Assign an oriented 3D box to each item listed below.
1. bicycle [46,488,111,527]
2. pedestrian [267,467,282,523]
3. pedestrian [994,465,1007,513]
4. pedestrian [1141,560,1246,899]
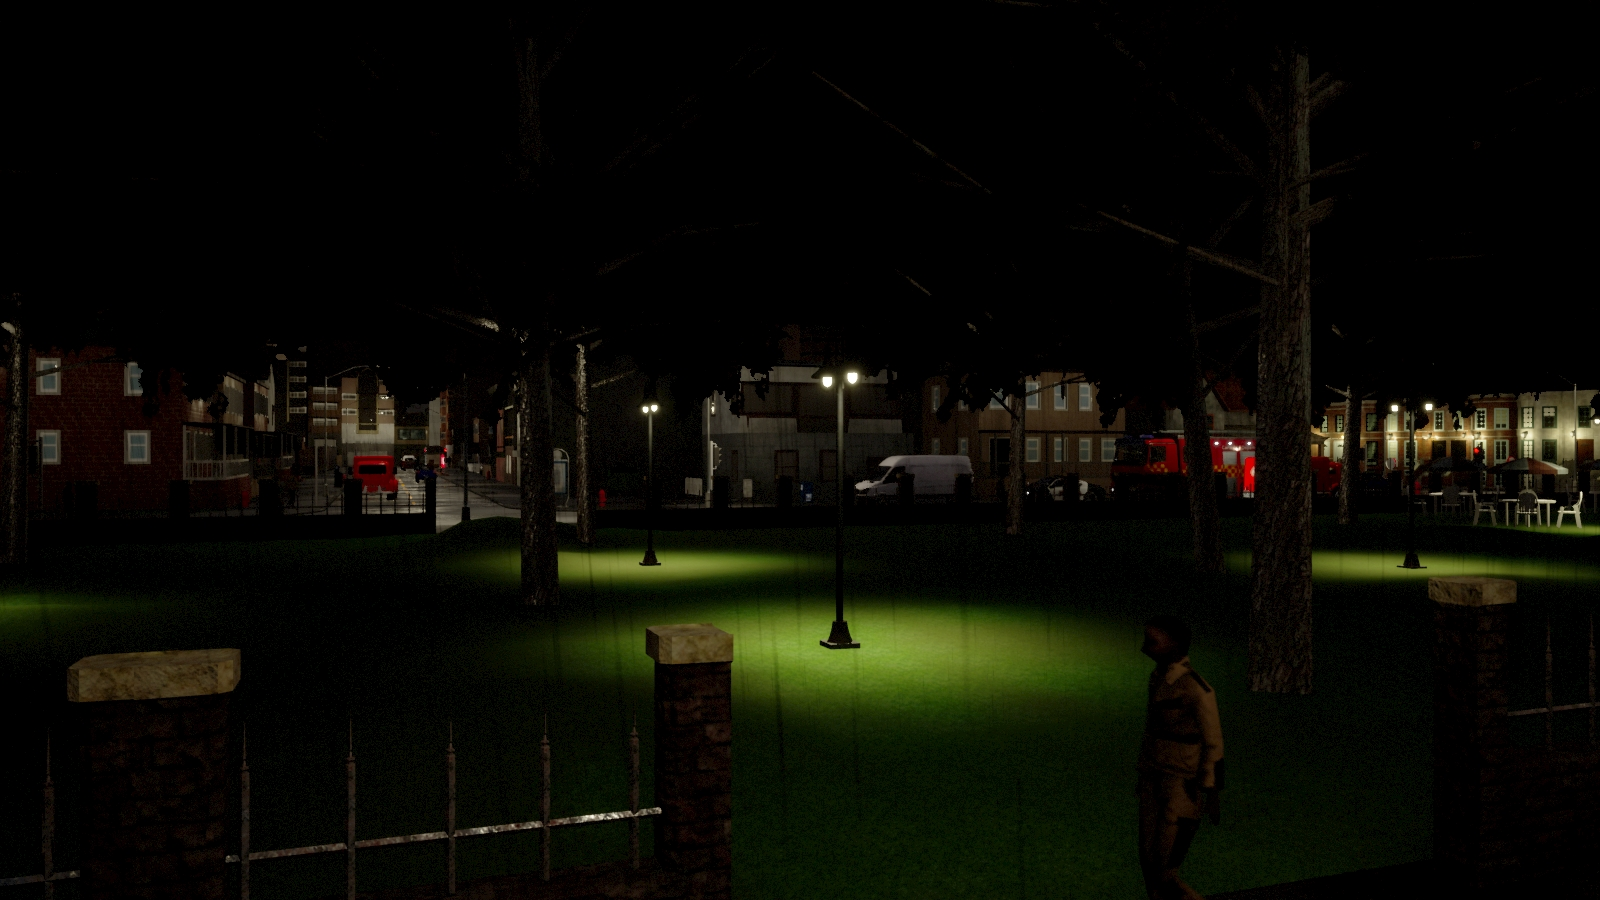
[{"bbox_3d":[-24.515,1.940,38.823,1.835,1.271,0.329,0,0,-20],"label":"bicycle"},{"bbox_3d":[-17.785,1.525,38.677,0.375,1.860,0.375,0,0,-7],"label":"pedestrian"},{"bbox_3d":[7.882,1.525,44.989,0.375,1.860,0.375,0,0,-20],"label":"pedestrian"},{"bbox_3d":[2.043,1.525,5.950,0.375,1.860,0.375,0,0,-15],"label":"pedestrian"}]
